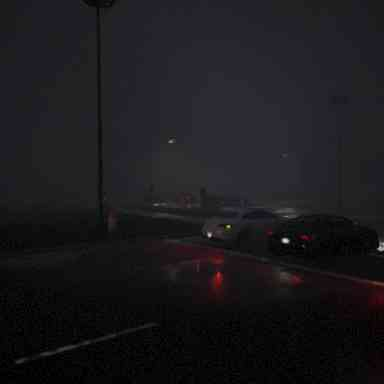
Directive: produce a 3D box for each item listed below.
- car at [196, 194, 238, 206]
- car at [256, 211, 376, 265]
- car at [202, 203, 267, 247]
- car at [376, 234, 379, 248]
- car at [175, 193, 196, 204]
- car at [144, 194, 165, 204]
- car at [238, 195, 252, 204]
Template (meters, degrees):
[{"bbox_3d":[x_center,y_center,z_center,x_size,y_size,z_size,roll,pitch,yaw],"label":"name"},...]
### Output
[{"bbox_3d":[3.051,1.114,41.022,1.837,1.490,4.892,-1,1,-35],"label":"car"},{"bbox_3d":[4.468,1.415,11.239,4.181,1.385,1.994,-1,1,-35],"label":"car"},{"bbox_3d":[2.555,1.374,14.172,4.674,1.442,1.812,-1,1,-35],"label":"car"},{"bbox_3d":[6.988,1.367,8.736,4.674,1.442,1.812,-1,1,-35],"label":"car"},{"bbox_3d":[-0.857,0.910,52.820,2.097,1.767,4.553,-1,0,-34],"label":"car"},{"bbox_3d":[-6.234,1.121,54.488,1.837,1.490,4.892,-1,0,-35],"label":"car"},{"bbox_3d":[5.623,1.063,43.463,1.837,1.490,4.892,-1,1,-35],"label":"car"}]
